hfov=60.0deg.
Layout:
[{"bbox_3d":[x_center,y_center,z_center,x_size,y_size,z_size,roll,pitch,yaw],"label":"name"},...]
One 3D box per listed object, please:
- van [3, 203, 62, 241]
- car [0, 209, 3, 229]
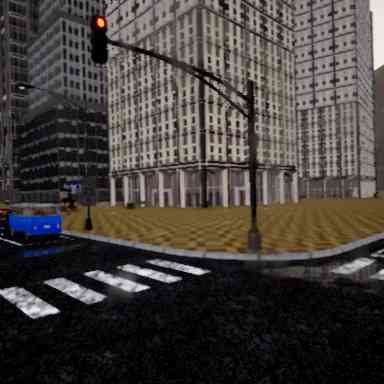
[{"bbox_3d":[-8.327,1.481,17.529,1.690,1.788,3.998,-1,0,-43],"label":"van"},{"bbox_3d":[-12.186,1.765,21.497,1.887,1.381,4.507,-1,0,-43],"label":"car"}]
